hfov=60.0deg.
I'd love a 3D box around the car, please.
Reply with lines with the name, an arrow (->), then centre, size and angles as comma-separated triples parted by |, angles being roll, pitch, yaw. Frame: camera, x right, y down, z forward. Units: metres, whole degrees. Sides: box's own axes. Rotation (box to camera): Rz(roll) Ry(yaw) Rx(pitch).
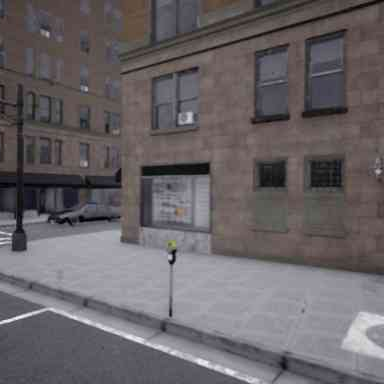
car -> -7.102, 1.446, 22.888 | 2.033, 1.411, 5.357 | 1, 1, 38
